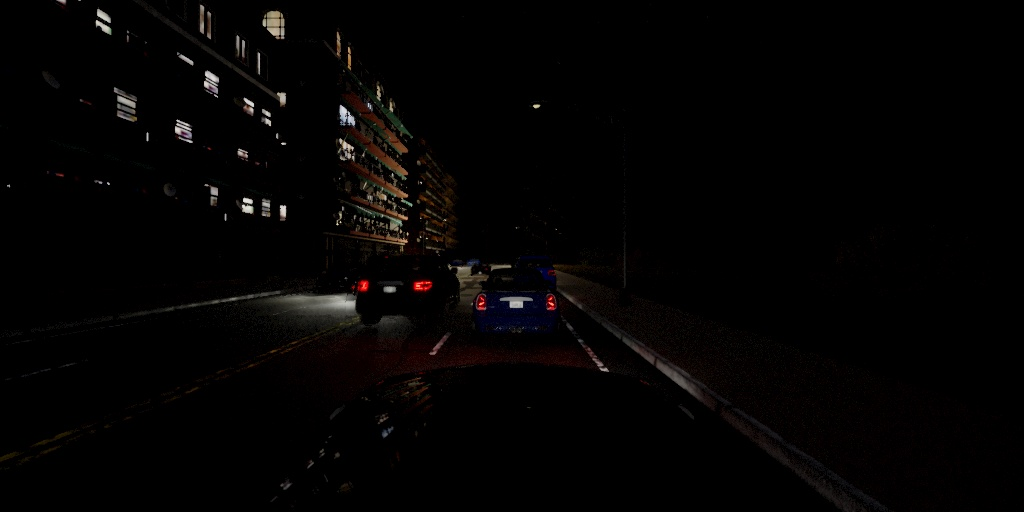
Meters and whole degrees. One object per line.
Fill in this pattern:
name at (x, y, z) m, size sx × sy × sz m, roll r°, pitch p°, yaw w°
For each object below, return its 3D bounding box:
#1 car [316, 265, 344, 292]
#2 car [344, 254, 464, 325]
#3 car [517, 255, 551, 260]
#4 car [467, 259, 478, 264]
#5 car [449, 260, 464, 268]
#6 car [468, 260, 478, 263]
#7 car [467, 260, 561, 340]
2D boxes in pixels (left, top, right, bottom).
car at (-9.854, 1.230, 21.758) m, size 1.882 × 1.535 × 5.008 m, roll 0°, pitch 0°, yaw 0°
car at (-3.154, 0.970, 11.930) m, size 2.150 × 2.045 × 5.566 m, roll 0°, pitch 0°, yaw 0°
car at (1.133, 0.977, 19.712) m, size 2.150 × 2.045 × 5.566 m, roll 0°, pitch 0°, yaw 0°
car at (-6.575, 1.227, 62.060) m, size 1.882 × 1.535 × 5.008 m, roll 0°, pitch 0°, yaw 0°
car at (-9.808, 1.350, 63.943) m, size 1.895 × 1.301 × 4.718 m, roll 0°, pitch 0°, yaw 1°
car at (-3.155, 1.353, 37.684) m, size 1.895 × 1.301 × 4.718 m, roll 0°, pitch 0°, yaw 0°
car at (0.096, 1.103, 10.136) m, size 2.097 × 1.767 × 4.553 m, roll 0°, pitch 0°, yaw 0°
